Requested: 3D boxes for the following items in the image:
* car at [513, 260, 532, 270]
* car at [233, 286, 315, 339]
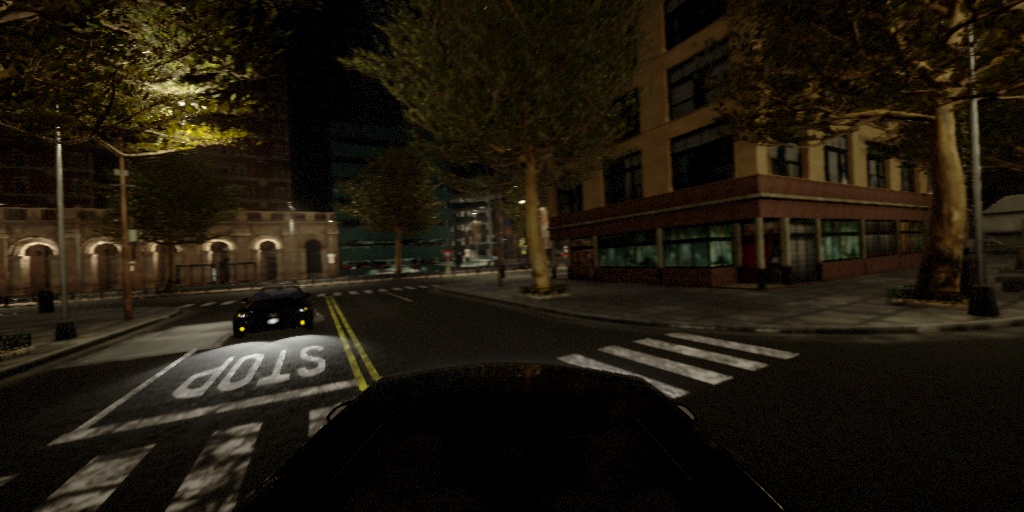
[{"bbox_3d":[2.829,1.319,53.902,5.357,1.411,2.033,-3,0,-28],"label":"car"},{"bbox_3d":[-7.693,1.703,11.890,1.994,1.385,4.181,-3,0,-28],"label":"car"}]
